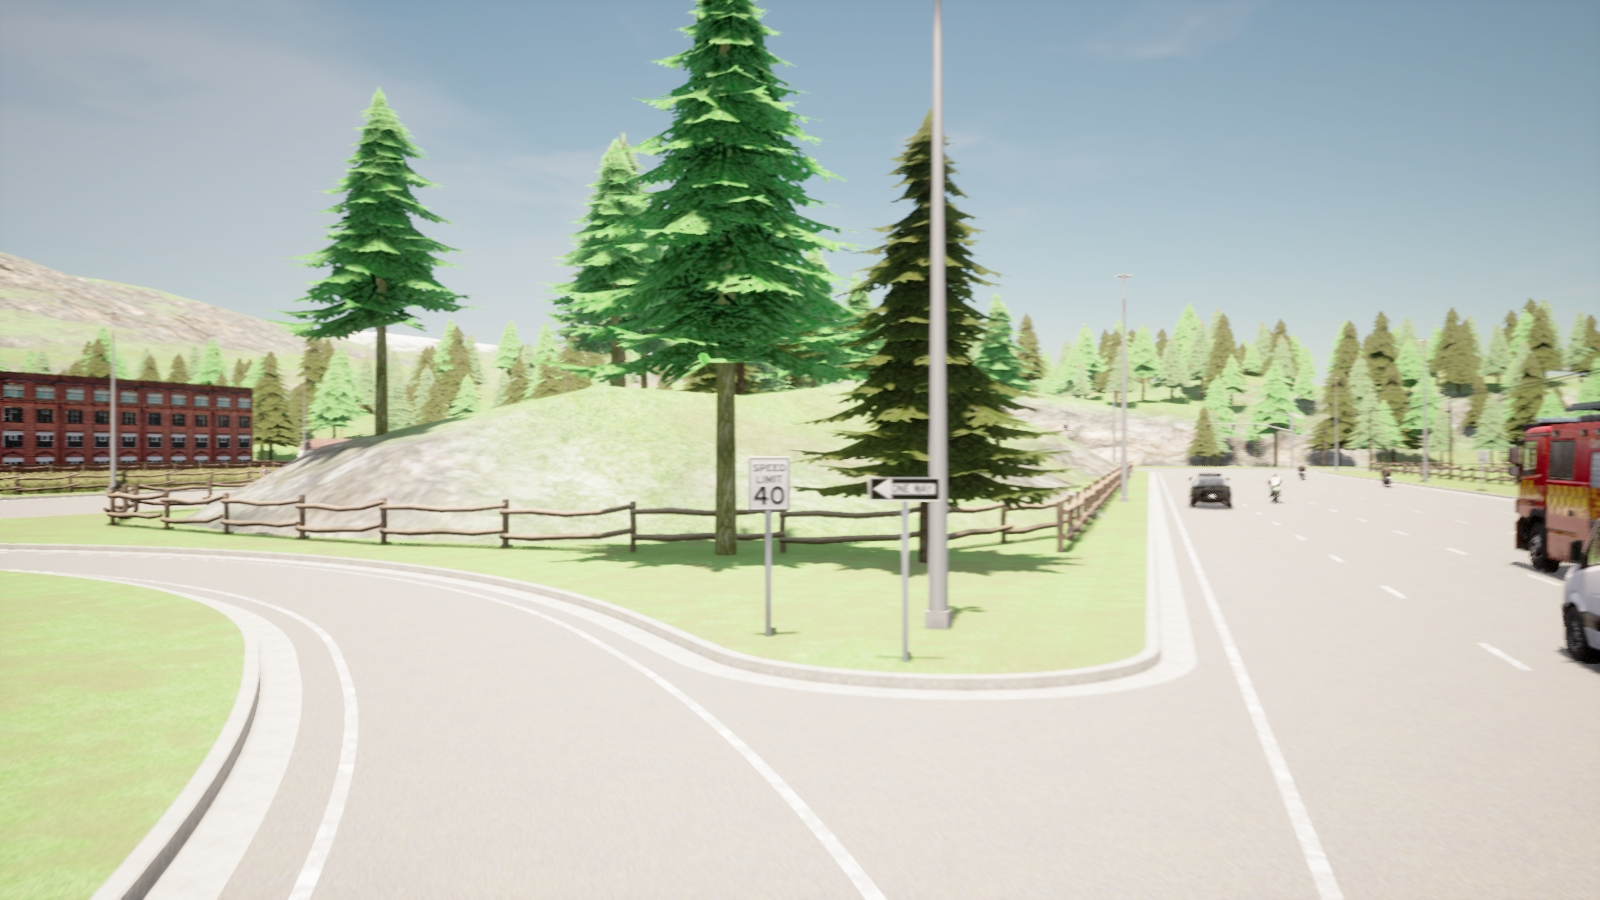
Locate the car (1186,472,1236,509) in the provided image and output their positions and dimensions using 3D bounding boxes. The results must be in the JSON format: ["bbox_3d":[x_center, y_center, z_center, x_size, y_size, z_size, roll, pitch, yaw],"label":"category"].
[{"bbox_3d":[20.295,1.977,56.621,2.097,1.638,5.238,0,0,17],"label":"car"}]

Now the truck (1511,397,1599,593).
[{"bbox_3d":[17.424,0.880,23.300,2.891,3.827,8.468,0,0,17],"label":"truck"}]

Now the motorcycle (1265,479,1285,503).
[{"bbox_3d":[25.102,2.176,60.369,0.803,1.199,2.033,0,0,17],"label":"motorcycle"}]

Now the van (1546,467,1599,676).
[{"bbox_3d":[10.606,1.528,12.985,1.988,2.561,5.915,0,0,17],"label":"van"}]
